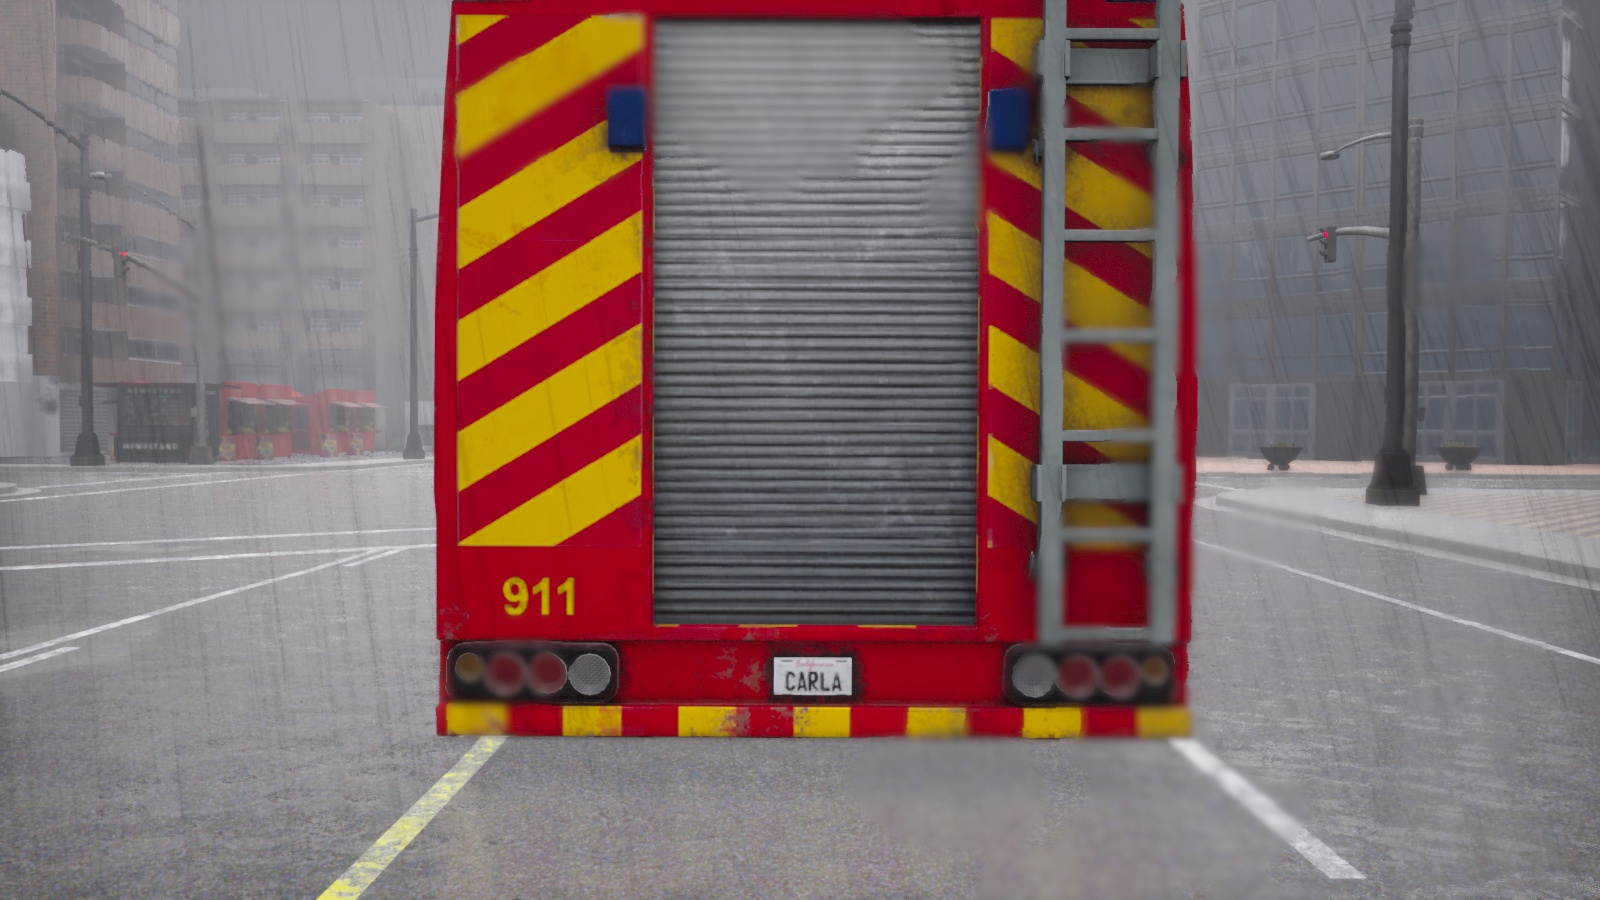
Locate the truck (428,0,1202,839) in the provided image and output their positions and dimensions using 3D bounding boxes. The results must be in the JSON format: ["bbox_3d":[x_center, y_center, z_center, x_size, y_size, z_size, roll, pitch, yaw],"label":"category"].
[{"bbox_3d":[0.056,-0.528,8.951,2.891,3.827,8.468,0,1,0],"label":"truck"}]
